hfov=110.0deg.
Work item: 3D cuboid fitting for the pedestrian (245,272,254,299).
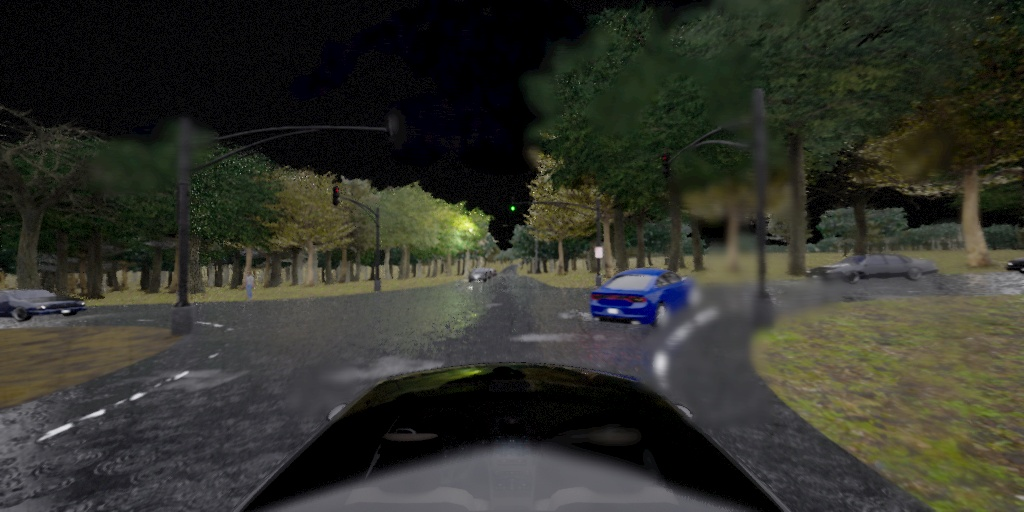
[{"bbox_3d":[-17.761,1.980,24.283,0.375,1.860,0.375,0,1,3],"label":"pedestrian"}]

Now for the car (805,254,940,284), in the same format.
[{"bbox_3d":[18.508,0.627,18.542,5.357,1.411,2.033,-3,-1,3],"label":"car"}]

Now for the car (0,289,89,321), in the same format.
[{"bbox_3d":[-23.377,2.295,16.993,5.357,1.411,2.033,-2,-1,7],"label":"car"}]

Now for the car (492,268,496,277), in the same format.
[{"bbox_3d":[-3.719,2.341,48.725,2.128,1.511,4.902,0,-2,0],"label":"car"}]

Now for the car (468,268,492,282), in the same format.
[{"bbox_3d":[-3.660,2.076,39.340,2.128,1.511,4.902,0,-2,0],"label":"car"}]

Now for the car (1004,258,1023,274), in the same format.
[{"bbox_3d":[28.664,0.179,18.031,5.357,1.411,2.033,-3,-1,3],"label":"car"}]

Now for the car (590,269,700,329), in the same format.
[{"bbox_3d":[4.413,1.137,11.605,1.882,1.535,5.008,-2,4,43],"label":"car"}]
